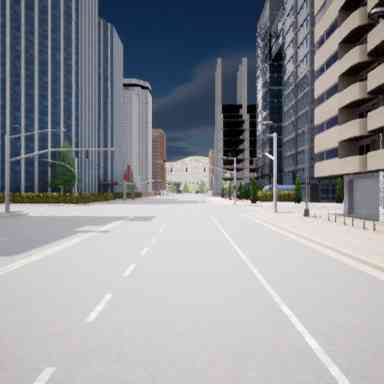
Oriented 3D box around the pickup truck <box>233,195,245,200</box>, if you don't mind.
[{"bbox_3d":[13.121,1.029,88.674,2.390,2.098,6.274,0,0,31],"label":"pickup truck"}]
